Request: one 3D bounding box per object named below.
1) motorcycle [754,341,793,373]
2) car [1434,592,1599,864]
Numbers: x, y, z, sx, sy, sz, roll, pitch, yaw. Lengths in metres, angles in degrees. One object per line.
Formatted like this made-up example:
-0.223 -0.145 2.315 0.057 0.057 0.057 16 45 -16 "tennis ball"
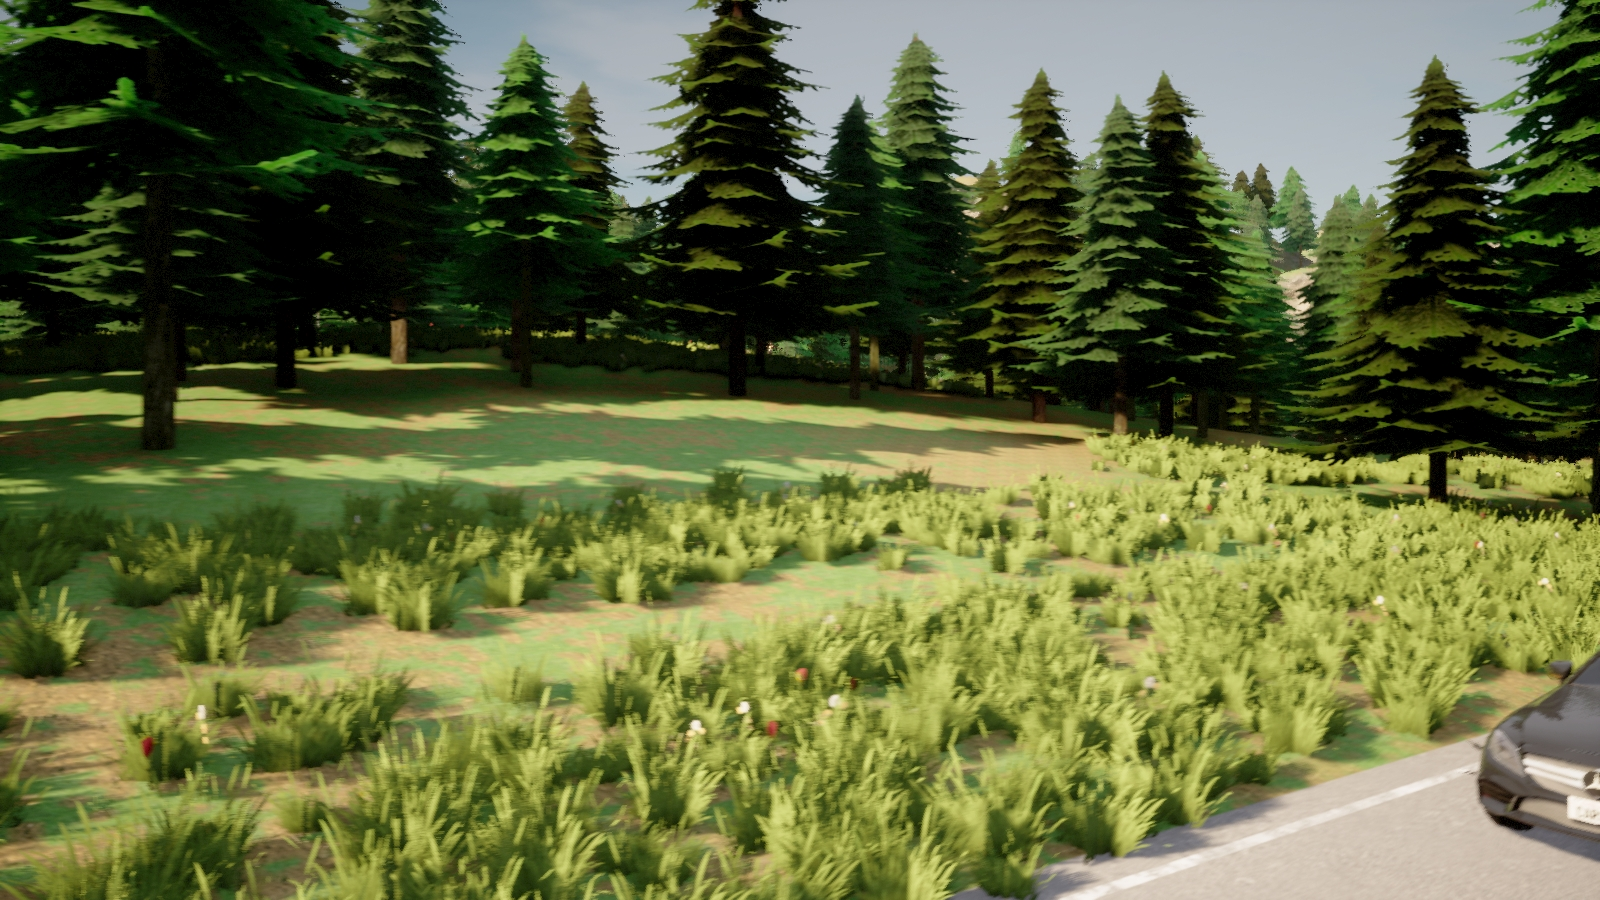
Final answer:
-1.338 -4.749 58.429 0.764 1.277 2.356 -1 -5 33 "motorcycle"
7.038 1.941 8.713 4.674 1.442 2.002 0 0 -35 "car"
